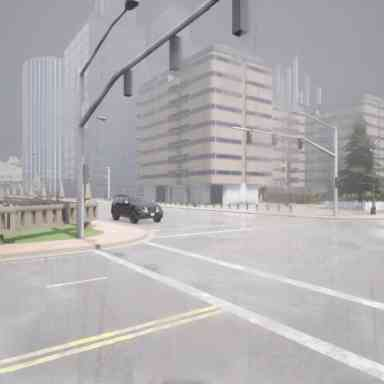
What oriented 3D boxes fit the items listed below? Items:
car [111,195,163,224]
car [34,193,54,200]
[{"bbox_3d":[-4.349,1.222,25.461,2.150,2.045,5.566,0,0,-35],"label":"car"},{"bbox_3d":[-23.309,1.226,52.206,2.150,2.045,5.566,0,0,-35],"label":"car"}]
